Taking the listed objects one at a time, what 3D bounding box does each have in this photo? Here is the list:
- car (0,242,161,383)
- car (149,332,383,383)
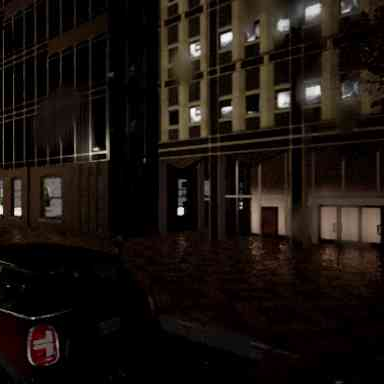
[{"bbox_3d":[-2.443,1.430,4.626,4.097,1.590,1.967,0,0,35],"label":"car"},{"bbox_3d":[2.150,1.547,1.351,4.507,1.381,1.887,0,0,35],"label":"car"}]
